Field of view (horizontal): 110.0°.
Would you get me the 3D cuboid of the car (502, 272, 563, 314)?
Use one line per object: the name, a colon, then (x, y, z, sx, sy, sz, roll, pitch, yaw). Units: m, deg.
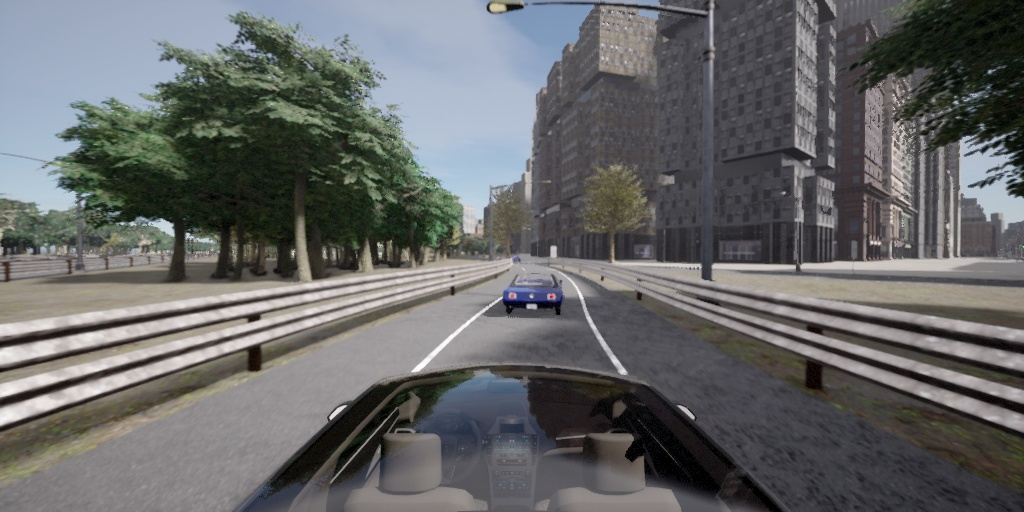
car: (0.917, 1.249, 13.226, 1.895, 1.301, 4.718, 0, 1, 8)
